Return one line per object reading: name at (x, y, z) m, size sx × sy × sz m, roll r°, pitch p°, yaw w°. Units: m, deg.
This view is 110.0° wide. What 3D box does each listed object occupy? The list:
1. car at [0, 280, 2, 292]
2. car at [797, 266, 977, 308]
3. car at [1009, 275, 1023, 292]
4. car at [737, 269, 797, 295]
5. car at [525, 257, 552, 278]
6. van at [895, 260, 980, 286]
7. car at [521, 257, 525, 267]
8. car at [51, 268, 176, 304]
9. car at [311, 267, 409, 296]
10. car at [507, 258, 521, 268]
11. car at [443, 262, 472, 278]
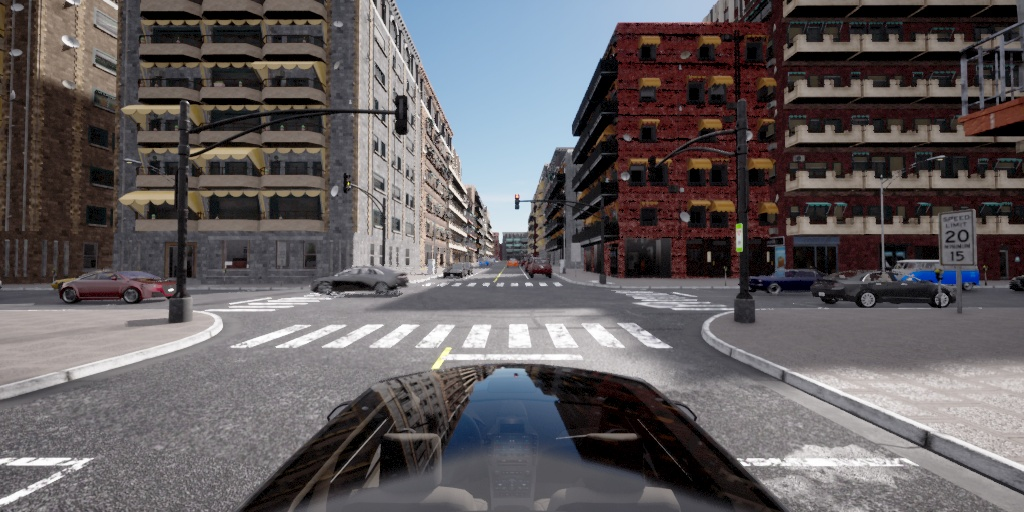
car at (-26.677, 1.027, 16.026) m, size 5.566 × 2.045 × 2.150 m, roll 0°, pitch -1°, yaw 0°
car at (13.761, 1.185, 13.387) m, size 4.403 × 1.370 × 2.007 m, roll 0°, pitch 0°, yaw 0°
car at (29.088, 1.277, 18.755) m, size 4.181 × 1.385 × 1.994 m, roll 0°, pitch -1°, yaw 0°
car at (14.574, 1.347, 18.812) m, size 4.718 × 1.301 × 1.895 m, roll 0°, pitch -1°, yaw -2°
car at (2.610, 1.077, 33.695) m, size 2.192 × 1.841 × 5.009 m, roll 0°, pitch 0°, yaw 0°
van at (24.929, 1.115, 21.224) m, size 3.998 × 1.789 × 1.690 m, roll 0°, pitch 0°, yaw 0°
car at (2.625, 1.086, 44.819) m, size 2.192 × 1.841 × 5.009 m, roll 0°, pitch 0°, yaw 0°
car at (-17.188, 1.340, 15.984) m, size 4.181 × 1.385 × 1.994 m, roll 0°, pitch -1°, yaw 0°
car at (-7.941, 1.302, 18.900) m, size 4.902 × 1.511 × 2.128 m, roll 0°, pitch -1°, yaw 0°
car at (0.181, 1.177, 63.729) m, size 2.097 × 1.767 × 4.553 m, roll 0°, pitch 0°, yaw 0°
car at (-5.271, 1.328, 33.661) m, size 1.948 × 1.339 × 4.313 m, roll 0°, pitch 0°, yaw 0°
